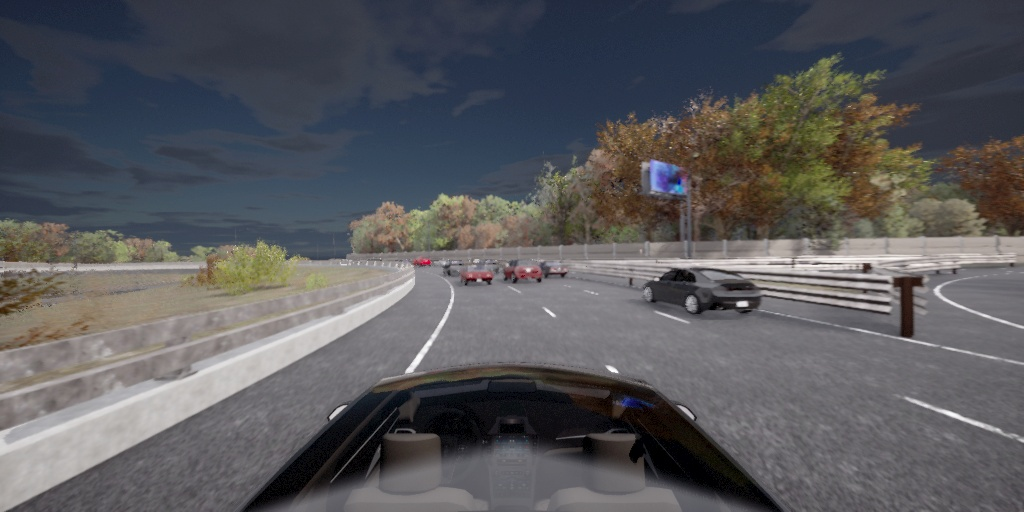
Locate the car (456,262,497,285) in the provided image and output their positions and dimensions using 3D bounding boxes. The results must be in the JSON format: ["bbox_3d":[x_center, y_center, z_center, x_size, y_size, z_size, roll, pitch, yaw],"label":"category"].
[{"bbox_3d":[-2.610,1.306,25.424,1.895,1.301,4.718,-1,0,-13],"label":"car"}]

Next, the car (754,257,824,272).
[{"bbox_3d":[24.142,0.806,31.817,5.357,1.411,2.033,-1,0,14],"label":"car"}]

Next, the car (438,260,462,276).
[{"bbox_3d":[-5.957,1.208,36.847,2.128,1.511,4.902,-1,0,-19],"label":"car"}]

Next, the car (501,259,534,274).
[{"bbox_3d":[0.506,1.096,39.573,2.128,1.511,4.902,-1,0,-19],"label":"car"}]

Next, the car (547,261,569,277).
[{"bbox_3d":[3.175,1.138,31.591,2.033,1.411,5.357,-1,0,-15],"label":"car"}]

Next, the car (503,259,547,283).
[{"bbox_3d":[0.677,1.000,26.792,2.097,1.767,4.553,-1,0,-13],"label":"car"}]

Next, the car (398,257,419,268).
[{"bbox_3d":[-18.194,1.312,61.361,2.128,1.511,4.902,-1,0,-34],"label":"car"}]

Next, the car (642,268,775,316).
[{"bbox_3d":[6.385,1.151,12.713,1.837,1.490,4.892,0,0,-6],"label":"car"}]

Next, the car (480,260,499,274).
[{"bbox_3d":[-2.785,1.152,38.435,2.128,1.511,4.902,-1,0,-19],"label":"car"}]
